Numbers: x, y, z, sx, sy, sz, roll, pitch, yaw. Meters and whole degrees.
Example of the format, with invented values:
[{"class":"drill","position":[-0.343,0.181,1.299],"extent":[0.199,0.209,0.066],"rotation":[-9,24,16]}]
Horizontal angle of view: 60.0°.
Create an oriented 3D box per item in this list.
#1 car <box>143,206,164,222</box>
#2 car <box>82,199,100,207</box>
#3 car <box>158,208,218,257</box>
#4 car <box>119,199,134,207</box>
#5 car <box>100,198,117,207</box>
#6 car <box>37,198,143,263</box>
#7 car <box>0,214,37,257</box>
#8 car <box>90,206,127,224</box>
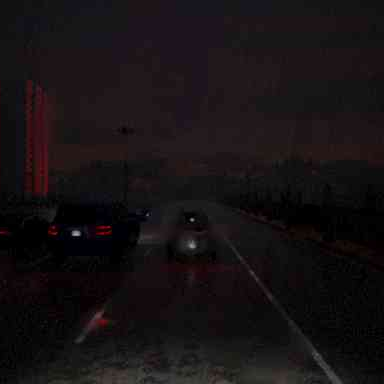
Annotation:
[{"class":"car","position":[-3.472,1.878,28.713],"extent":[1.994,1.385,4.181],"rotation":[0,-1,1]},{"class":"car","position":[-20.079,2.202,66.412],"extent":[1.882,1.535,5.008],"rotation":[0,-1,2]},{"class":"car","position":[0.020,1.643,13.686],"extent":[2.128,1.511,4.902],"rotation":[0,0,1]},{"class":"car","position":[-13.080,2.223,66.405],"extent":[1.837,1.490,4.892],"rotation":[0,0,2]},{"class":"car","position":[-16.579,2.079,66.387],"extent":[2.097,1.767,4.553],"rotation":[0,-1,2]},{"class":"car","position":[-3.493,1.365,12.761],"extent":[2.150,2.045,5.566],"rotation":[0,0,0]},{"class":"car","position":[-6.980,1.643,13.681],"extent":[2.128,1.511,4.902],"rotation":[0,0,1]},{"class":"car","position":[-6.979,1.912,28.422],"extent":[1.895,1.301,4.718],"rotation":[0,-1,1]}]
